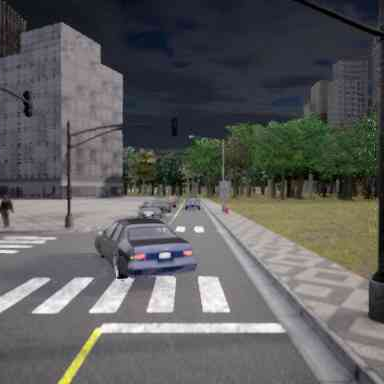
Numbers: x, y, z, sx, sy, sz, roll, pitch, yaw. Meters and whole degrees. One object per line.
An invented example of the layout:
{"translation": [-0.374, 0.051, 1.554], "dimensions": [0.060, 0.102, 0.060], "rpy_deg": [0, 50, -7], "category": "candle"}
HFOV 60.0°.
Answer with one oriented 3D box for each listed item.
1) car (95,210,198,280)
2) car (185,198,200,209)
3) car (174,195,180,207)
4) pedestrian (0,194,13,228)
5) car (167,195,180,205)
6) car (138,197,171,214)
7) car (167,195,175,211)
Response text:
{"translation": [-1.650, 1.520, 10.030], "dimensions": [2.033, 1.411, 5.357], "rpy_deg": [0, 0, -24], "category": "car"}
{"translation": [0.087, 1.411, 42.543], "dimensions": [2.033, 1.411, 5.357], "rpy_deg": [0, 0, 0], "category": "car"}
{"translation": [-3.066, 1.333, 44.754], "dimensions": [1.882, 1.535, 5.008], "rpy_deg": [0, 0, 0], "category": "car"}
{"translation": [-10.086, 1.029, 18.109], "dimensions": [0.375, 1.860, 0.375], "rpy_deg": [0, 0, 1], "category": "pedestrian"}
{"translation": [-3.056, 1.322, 55.052], "dimensions": [1.837, 1.490, 4.892], "rpy_deg": [0, 0, 0], "category": "car"}
{"translation": [-3.100, 1.411, 26.089], "dimensions": [2.128, 1.511, 4.902], "rpy_deg": [0, 0, 0], "category": "car"}
{"translation": [-3.096, 1.394, 35.304], "dimensions": [1.837, 1.490, 4.892], "rpy_deg": [0, 0, 0], "category": "car"}
